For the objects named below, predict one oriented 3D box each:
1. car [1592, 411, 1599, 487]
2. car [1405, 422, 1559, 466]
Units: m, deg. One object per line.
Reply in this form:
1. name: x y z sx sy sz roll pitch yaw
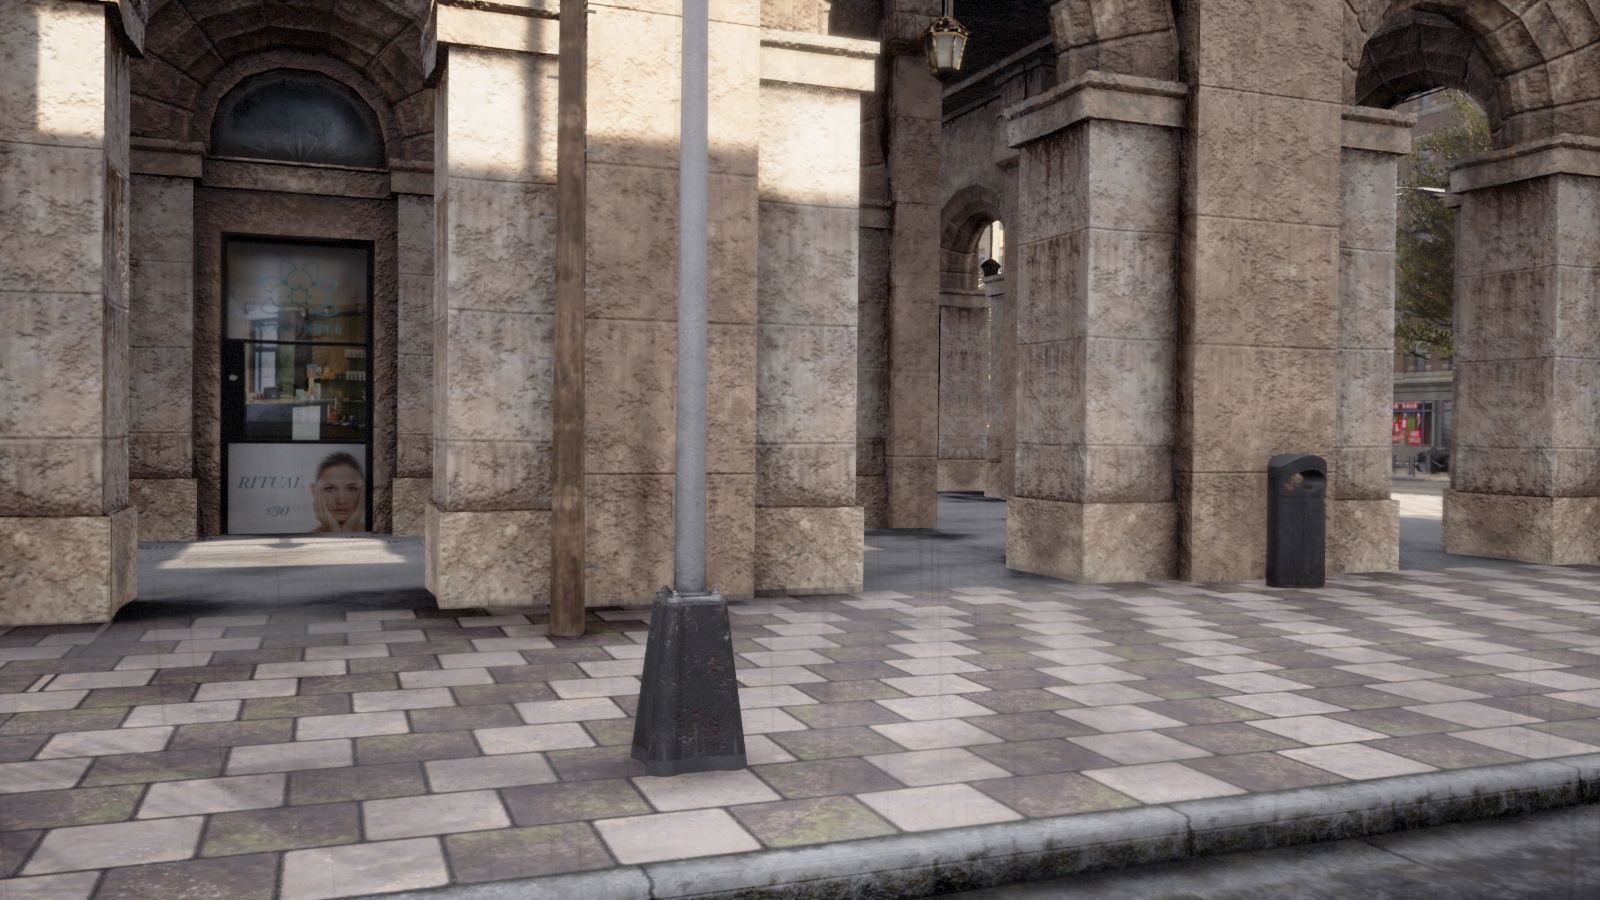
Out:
1. car: 20.346 -0.014 27.671 2.097 1.767 4.553 -1 1 -20
2. car: 25.337 -0.261 46.872 1.882 1.535 5.008 -1 1 -21
